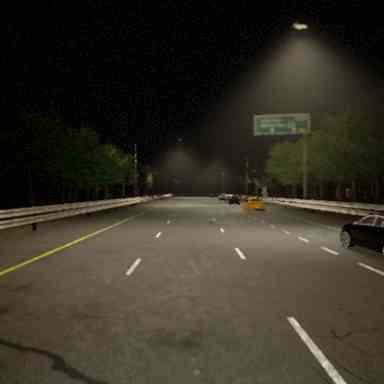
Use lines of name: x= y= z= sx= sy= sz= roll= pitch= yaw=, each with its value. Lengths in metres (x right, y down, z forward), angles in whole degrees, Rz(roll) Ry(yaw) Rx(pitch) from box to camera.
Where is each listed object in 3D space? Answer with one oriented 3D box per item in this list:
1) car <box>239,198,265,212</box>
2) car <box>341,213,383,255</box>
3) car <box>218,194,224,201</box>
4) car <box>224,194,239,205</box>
car: x=7.052 y=1.461 z=38.237 sx=1.882 sy=1.535 sz=5.008 roll=0 pitch=0 yaw=0
car: x=7.001 y=1.487 z=11.714 sx=2.128 sy=1.511 sz=4.902 roll=0 pitch=0 yaw=0
car: x=7.145 y=1.515 z=79.029 sx=1.895 sy=1.301 sz=4.718 roll=0 pitch=0 yaw=0
car: x=7.095 y=1.489 z=57.705 sx=1.837 sy=1.490 sz=4.892 roll=0 pitch=0 yaw=0
